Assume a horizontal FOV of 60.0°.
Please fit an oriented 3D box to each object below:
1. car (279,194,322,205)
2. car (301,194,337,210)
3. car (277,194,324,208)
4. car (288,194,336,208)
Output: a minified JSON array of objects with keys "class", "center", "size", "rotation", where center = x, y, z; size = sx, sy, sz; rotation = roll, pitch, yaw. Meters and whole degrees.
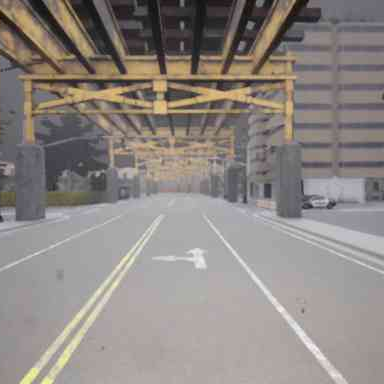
[{"class":"car","center":[12.517,0.831,38.249],"size":[4.536,1.218,1.853],"rotation":[0,1,23]},{"class":"car","center":[12.272,1.031,34.104],"size":[4.974,1.542,2.038],"rotation":[-1,1,-22]},{"class":"car","center":[12.471,0.989,38.270],"size":[4.974,1.542,2.038],"rotation":[0,1,23]},{"class":"car","center":[12.318,0.873,34.122],"size":[4.536,1.218,1.853],"rotation":[-1,1,-22]}]
